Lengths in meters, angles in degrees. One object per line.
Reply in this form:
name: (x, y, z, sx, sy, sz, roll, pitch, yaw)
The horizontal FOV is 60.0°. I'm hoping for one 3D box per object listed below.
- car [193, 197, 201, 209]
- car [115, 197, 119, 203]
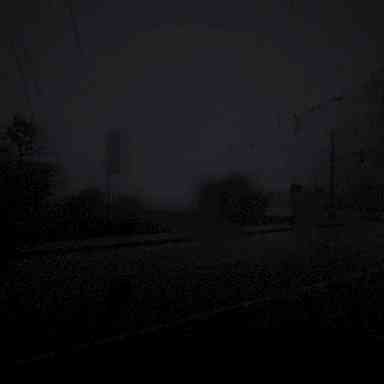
car: (2.109, 1.434, 45.203, 2.097, 1.767, 4.553, 0, -1, -39)
car: (-13.235, 1.633, 64.392, 1.837, 1.490, 4.892, 0, 0, -38)
